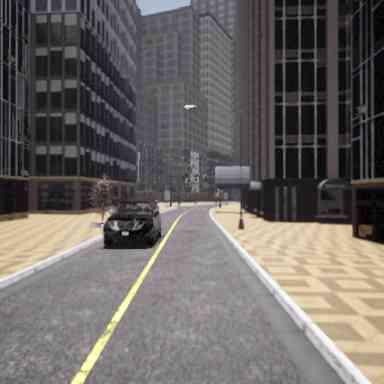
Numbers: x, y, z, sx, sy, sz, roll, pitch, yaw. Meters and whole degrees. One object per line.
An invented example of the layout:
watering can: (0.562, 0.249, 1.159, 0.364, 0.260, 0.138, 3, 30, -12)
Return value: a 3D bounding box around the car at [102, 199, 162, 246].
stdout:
car: (-2.744, 1.394, 16.491, 2.150, 2.045, 5.566, 0, -1, 0)
